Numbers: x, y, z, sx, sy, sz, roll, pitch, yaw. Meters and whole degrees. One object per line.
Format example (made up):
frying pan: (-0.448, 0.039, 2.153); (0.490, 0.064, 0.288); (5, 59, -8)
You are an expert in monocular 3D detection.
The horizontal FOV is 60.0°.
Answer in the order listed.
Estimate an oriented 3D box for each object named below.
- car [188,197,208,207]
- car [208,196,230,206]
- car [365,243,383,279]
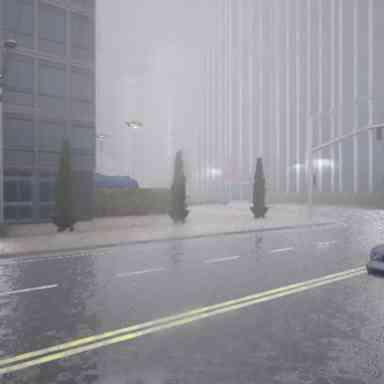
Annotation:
car: (-0.080, 1.460, 51.517); (1.812, 1.442, 4.674); (0, 0, -36)
car: (3.828, 1.432, 52.083); (1.837, 1.490, 4.892); (0, 0, -36)
car: (6.583, 1.524, 8.515); (5.357, 1.411, 2.033); (0, 0, -35)
